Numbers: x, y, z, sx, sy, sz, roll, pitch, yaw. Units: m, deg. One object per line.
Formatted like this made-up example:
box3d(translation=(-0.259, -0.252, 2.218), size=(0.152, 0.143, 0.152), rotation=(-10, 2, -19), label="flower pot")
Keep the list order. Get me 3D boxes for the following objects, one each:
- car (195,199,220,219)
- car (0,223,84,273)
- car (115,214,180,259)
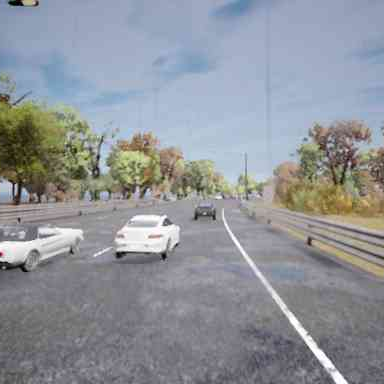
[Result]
box3d(translation=(1.265, 1.648, 30.407), size=(2.128, 1.511, 4.902), rotation=(0, 0, 4), label="car")
box3d(translation=(-5.289, 1.653, 10.829), size=(1.895, 1.301, 4.718), rotation=(0, 0, 5), label="car")
box3d(translation=(-1.584, 1.590, 12.855), size=(1.812, 1.442, 4.674), rotation=(0, 0, 5), label="car")
